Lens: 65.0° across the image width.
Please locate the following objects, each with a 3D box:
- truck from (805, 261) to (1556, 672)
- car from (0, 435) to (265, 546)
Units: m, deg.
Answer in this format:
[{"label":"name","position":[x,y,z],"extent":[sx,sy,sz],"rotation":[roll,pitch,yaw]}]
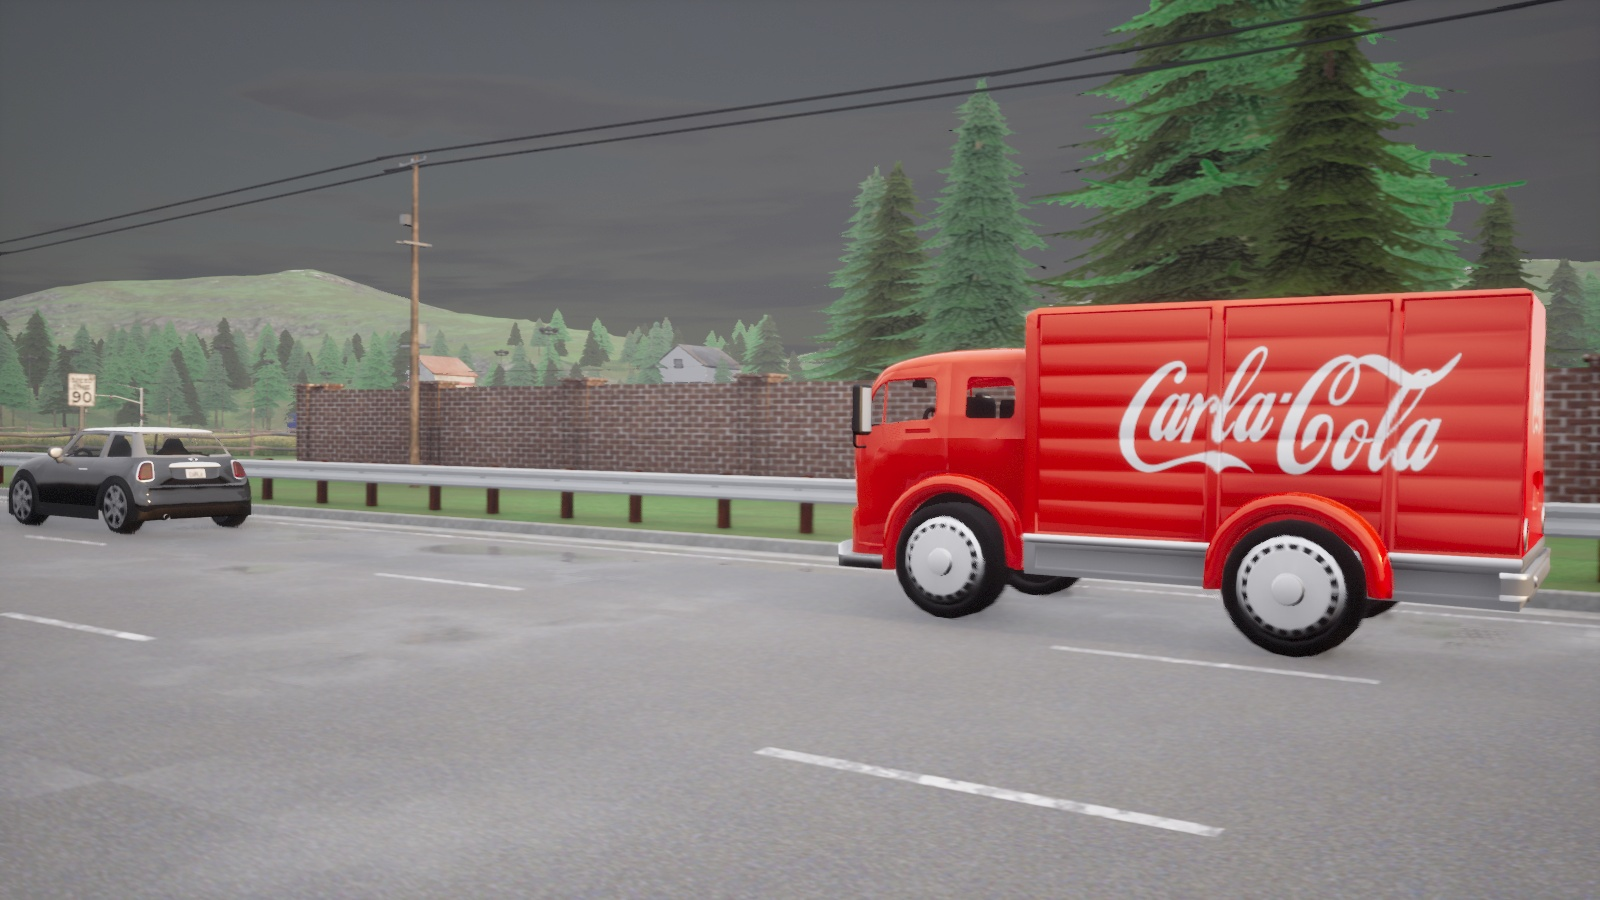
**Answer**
[{"label":"truck","position":[2.950,0.081,10.057],"extent":[5.204,2.467,2.627],"rotation":[0,1,34]},{"label":"car","position":[-9.991,0.533,18.662],"extent":[3.806,1.475,1.970],"rotation":[0,1,34]}]
